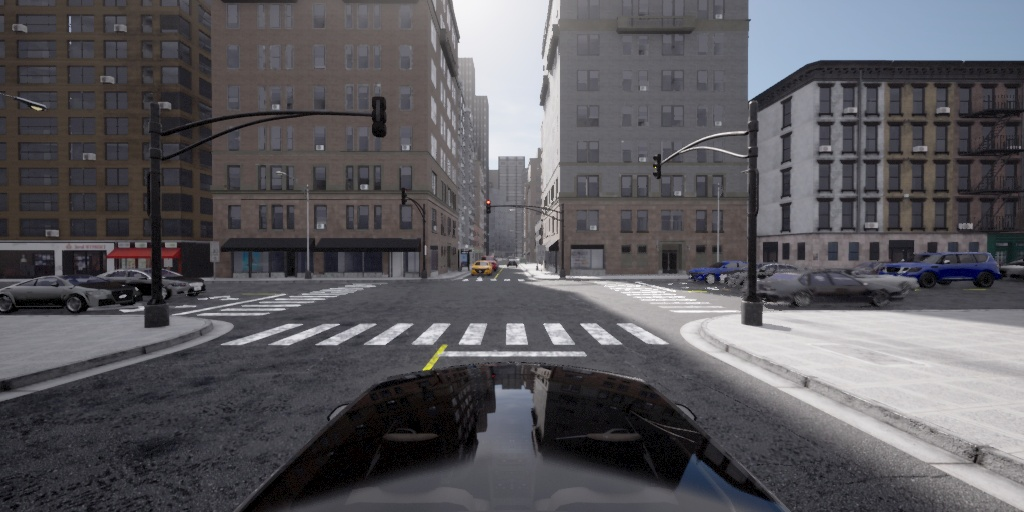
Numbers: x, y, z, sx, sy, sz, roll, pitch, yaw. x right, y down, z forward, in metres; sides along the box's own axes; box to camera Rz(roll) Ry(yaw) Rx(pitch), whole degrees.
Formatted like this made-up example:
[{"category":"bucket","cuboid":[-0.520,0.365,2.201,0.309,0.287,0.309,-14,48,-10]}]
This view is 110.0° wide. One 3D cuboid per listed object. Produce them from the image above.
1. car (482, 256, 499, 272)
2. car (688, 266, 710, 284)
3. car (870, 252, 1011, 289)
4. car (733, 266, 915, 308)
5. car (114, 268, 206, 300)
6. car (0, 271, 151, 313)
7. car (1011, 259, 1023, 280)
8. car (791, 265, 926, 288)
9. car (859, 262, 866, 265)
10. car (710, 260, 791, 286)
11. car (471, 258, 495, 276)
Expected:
[{"category":"car","cuboid":[-3.128,0.981,47.640,2.150,2.045,5.566,0,0,0]},{"category":"car","cuboid":[14.647,1.076,24.420,5.008,1.535,1.882,0,1,0]},{"category":"car","cuboid":[25.164,0.784,21.219,5.566,2.045,2.150,0,1,-1]},{"category":"car","cuboid":[12.336,1.268,14.462,5.357,1.411,2.033,0,1,0]},{"category":"car","cuboid":[-17.798,1.335,17.559,4.902,1.511,2.128,0,1,1]},{"category":"car","cuboid":[-17.529,1.441,14.300,4.181,1.385,1.994,0,1,0]},{"category":"car","cuboid":[35.700,0.956,24.517,4.892,1.490,1.837,-1,1,0]},{"category":"car","cuboid":[16.890,1.257,17.727,4.718,1.301,1.895,0,1,0]},{"category":"car","cuboid":[25.075,1.075,24.476,5.357,1.411,2.033,0,1,0]},{"category":"car","cuboid":[14.885,1.123,21.171,4.902,1.511,2.128,0,1,0]},{"category":"car","cuboid":[-3.119,1.233,37.576,1.882,1.535,5.008,0,0,0]}]
